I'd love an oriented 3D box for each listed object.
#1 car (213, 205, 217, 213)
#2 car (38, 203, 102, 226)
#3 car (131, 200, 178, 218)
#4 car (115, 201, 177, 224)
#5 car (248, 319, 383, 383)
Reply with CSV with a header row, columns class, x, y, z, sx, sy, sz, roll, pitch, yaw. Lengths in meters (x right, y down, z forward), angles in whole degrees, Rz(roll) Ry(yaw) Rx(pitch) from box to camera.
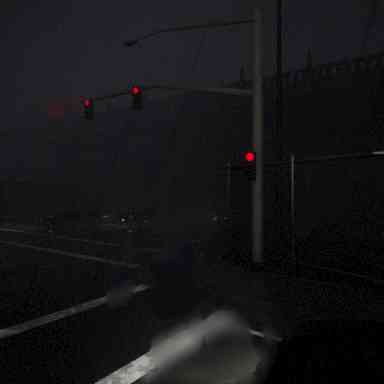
class,x,y,z,sx,sy,sz,roll,pitch,yaw
car,4.355,1.603,36.704,2.033,1.411,5.357,0,0,35
car,-8.769,1.581,24.312,1.812,1.442,4.674,0,0,37
car,-3.478,1.581,31.711,1.812,1.442,4.674,0,0,36
car,-3.366,1.603,25.837,2.033,1.411,5.357,0,0,35
car,2.971,1.547,1.848,5.357,1.411,2.033,0,0,36
